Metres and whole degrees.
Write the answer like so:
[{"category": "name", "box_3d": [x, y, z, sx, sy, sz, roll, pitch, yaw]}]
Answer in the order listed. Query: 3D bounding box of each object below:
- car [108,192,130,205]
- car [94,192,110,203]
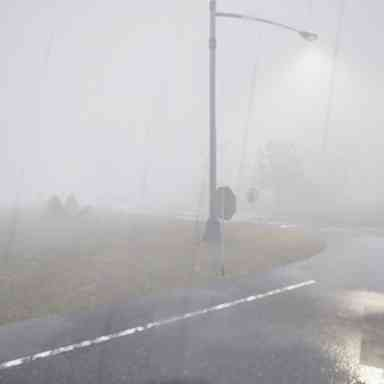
[{"category": "car", "box_3d": [-11.693, 1.242, 54.480, 1.837, 1.490, 4.892, 0, 0, -33]}, {"category": "car", "box_3d": [-16.179, 0.942, 61.089, 2.150, 2.045, 5.566, 0, 0, -34]}]
